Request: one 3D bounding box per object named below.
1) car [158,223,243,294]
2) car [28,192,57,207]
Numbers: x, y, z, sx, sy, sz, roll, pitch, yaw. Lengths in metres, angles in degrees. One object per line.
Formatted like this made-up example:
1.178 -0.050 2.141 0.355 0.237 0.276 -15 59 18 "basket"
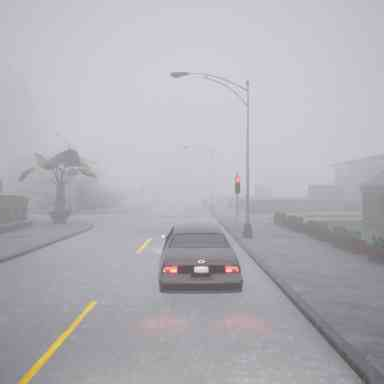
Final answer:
0.111 1.547 8.948 2.033 1.411 5.357 0 0 -2 "car"
-19.770 0.985 43.858 1.905 1.878 3.866 0 0 35 "car"
